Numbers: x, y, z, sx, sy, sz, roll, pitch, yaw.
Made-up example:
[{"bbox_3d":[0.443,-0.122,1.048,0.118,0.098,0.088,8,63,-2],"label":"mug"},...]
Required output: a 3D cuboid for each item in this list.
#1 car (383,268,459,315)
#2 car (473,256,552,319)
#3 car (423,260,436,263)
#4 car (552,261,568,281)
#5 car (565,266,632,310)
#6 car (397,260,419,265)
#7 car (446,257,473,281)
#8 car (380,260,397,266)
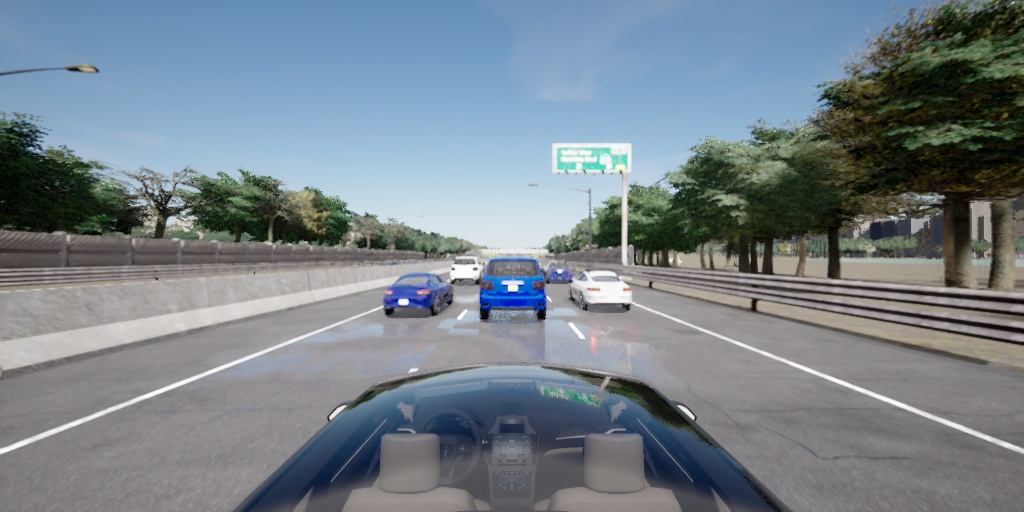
[{"bbox_3d":[-3.438,1.335,13.751,1.812,1.442,4.674,0,-1,1],"label":"car"},{"bbox_3d":[0.053,1.030,13.211,2.150,2.045,5.566,0,0,1],"label":"car"},{"bbox_3d":[-13.676,1.485,60.050,1.812,1.442,4.674,0,0,1],"label":"car"},{"bbox_3d":[3.633,1.214,29.162,2.097,1.767,4.553,0,0,1],"label":"car"},{"bbox_3d":[3.575,1.340,14.974,1.812,1.442,4.674,0,0,1],"label":"car"},{"bbox_3d":[-17.174,1.522,60.122,1.994,1.385,4.181,0,0,1],"label":"car"},{"bbox_3d":[-3.384,1.082,28.151,2.150,2.045,5.566,0,0,1],"label":"car"},{"bbox_3d":[-20.653,1.438,60.733,1.882,1.535,5.008,0,0,1],"label":"car"}]
